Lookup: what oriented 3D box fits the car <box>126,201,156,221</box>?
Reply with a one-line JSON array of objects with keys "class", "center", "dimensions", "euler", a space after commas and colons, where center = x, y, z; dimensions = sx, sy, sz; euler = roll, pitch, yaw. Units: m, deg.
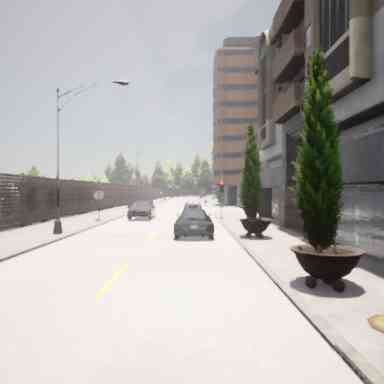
[{"class": "car", "center": [-4.004, 1.408, 27.268], "dimensions": [2.033, 1.411, 5.357], "euler": [0, 0, 0]}]

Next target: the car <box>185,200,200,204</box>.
[{"class": "car", "center": [0.087, 1.533, 36.648], "dimensions": [1.895, 1.301, 4.718], "euler": [0, 0, 0]}]

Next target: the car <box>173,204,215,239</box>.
[{"class": "car", "center": [0.097, 1.532, 17.037], "dimensions": [1.994, 1.385, 4.181], "euler": [0, 0, 0]}]
